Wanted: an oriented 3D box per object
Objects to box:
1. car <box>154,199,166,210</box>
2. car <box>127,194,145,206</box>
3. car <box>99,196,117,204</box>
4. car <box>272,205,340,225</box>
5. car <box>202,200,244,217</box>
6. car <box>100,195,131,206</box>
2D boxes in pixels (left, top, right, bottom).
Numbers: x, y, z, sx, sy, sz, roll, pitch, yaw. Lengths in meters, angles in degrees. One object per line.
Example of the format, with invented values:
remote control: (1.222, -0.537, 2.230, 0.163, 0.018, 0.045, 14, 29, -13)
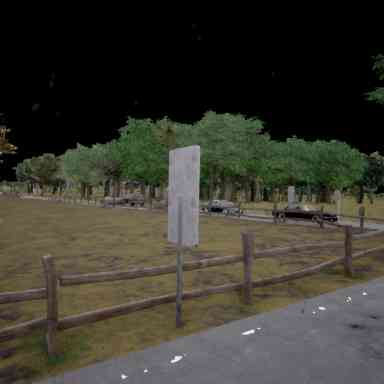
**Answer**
car: (-2.823, 1.573, 40.053, 1.994, 1.385, 4.181, 2, -1, -37)
car: (-9.823, 1.297, 54.914, 2.150, 2.045, 5.566, 2, -1, -36)
car: (-16.051, 1.577, 63.596, 1.812, 1.442, 4.674, 2, -1, -35)
car: (8.291, 1.618, 24.510, 1.895, 1.301, 4.718, 2, -1, -36)
car: (2.897, 1.505, 32.057, 2.128, 1.511, 4.902, 2, -1, -36)
car: (-12.389, 1.548, 53.581, 2.033, 1.411, 5.357, 2, -1, -35)
